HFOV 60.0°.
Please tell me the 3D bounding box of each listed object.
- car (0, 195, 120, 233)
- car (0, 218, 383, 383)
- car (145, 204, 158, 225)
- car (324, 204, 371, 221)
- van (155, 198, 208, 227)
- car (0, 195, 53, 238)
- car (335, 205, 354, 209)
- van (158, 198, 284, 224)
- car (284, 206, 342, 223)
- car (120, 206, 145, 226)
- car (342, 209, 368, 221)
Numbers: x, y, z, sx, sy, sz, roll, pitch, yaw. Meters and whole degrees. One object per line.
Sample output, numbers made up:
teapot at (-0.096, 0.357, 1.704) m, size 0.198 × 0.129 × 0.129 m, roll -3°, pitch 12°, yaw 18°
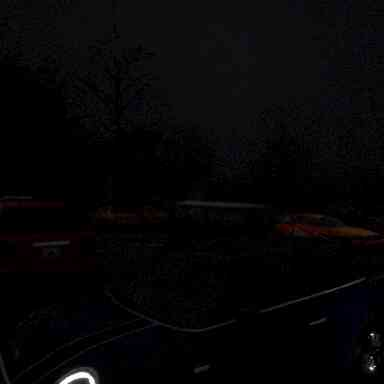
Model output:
car at (-4.158, 1.211, 8.298) m, size 2.435 × 2.045 × 5.566 m, roll 1°, pitch -1°, yaw -36°
car at (0.265, 1.373, 3.877) m, size 4.553 × 1.767 × 2.097 m, roll 1°, pitch 0°, yaw -35°
car at (-3.328, 1.644, 24.228) m, size 1.946 × 1.575 × 5.366 m, roll 2°, pitch -1°, yaw -36°
car at (18.463, 2.434, 39.741) m, size 2.185 × 1.767 × 4.553 m, roll 3°, pitch -2°, yaw -36°
van at (-0.882, 1.488, 25.620) m, size 1.878 × 1.987 × 4.442 m, roll 2°, pitch -1°, yaw -36°
car at (-9.993, 1.234, 19.155) m, size 2.435 × 2.045 × 5.566 m, roll 1°, pitch 0°, yaw -36°
car at (15.915, 2.470, 37.847) m, size 2.002 × 1.452 × 4.674 m, roll 3°, pitch -2°, yaw -36°
van at (0.807, 1.341, 11.998) m, size 1.878 × 1.987 × 4.442 m, roll 1°, pitch -1°, yaw -36°
car at (3.317, 1.502, 13.704) m, size 2.185 × 1.767 × 4.553 m, roll 2°, pitch -1°, yaw -36°
car at (-5.486, 1.586, 22.671) m, size 1.946 × 1.575 × 5.366 m, roll 1°, pitch -1°, yaw -36°
car at (5.807, 1.695, 15.234) m, size 1.946 × 1.575 × 5.366 m, roll 2°, pitch -1°, yaw -36°
